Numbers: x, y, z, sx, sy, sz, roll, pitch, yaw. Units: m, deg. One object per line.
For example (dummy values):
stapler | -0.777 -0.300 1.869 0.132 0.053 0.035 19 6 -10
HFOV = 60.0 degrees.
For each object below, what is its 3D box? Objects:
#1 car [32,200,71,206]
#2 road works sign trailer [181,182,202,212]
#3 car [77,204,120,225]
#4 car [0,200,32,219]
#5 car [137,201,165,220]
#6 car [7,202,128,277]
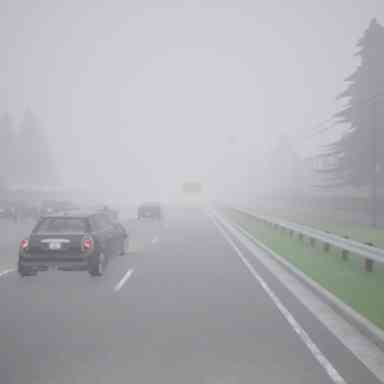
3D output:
car | -10.401 1.390 26.447 2.097 1.767 4.553 0 0 0
road works sign trailer | 0.010 0.522 40.381 2.380 3.560 2.880 0 0 0
car | -6.901 1.637 25.118 1.895 1.301 4.718 0 0 0
car | -13.901 1.390 26.458 2.097 1.767 4.553 0 0 0
car | -3.398 1.518 28.279 1.882 1.535 5.008 0 0 0
car | -3.407 1.367 10.424 2.097 1.767 4.553 0 0 0
